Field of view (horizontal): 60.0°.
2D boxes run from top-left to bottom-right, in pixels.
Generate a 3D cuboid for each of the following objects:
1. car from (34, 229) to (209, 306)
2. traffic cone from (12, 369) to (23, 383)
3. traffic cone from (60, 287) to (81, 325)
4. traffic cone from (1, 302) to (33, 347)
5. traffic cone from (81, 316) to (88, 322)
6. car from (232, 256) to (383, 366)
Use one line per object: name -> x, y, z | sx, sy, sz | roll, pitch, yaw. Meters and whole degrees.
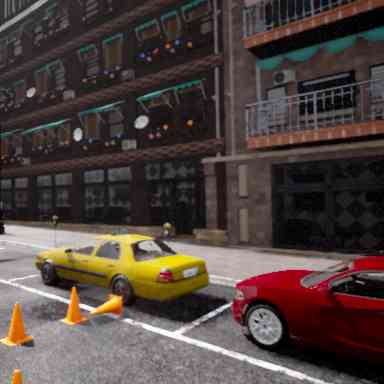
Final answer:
car -> -1.915, 1.573, 7.955 | 4.829, 1.417, 1.752 | 0, -2, 36
traffic cone -> -1.648, 1.974, 3.130 | 0.340, 0.580, 0.340 | 0, 0, 36
traffic cone -> -2.100, 1.990, 5.922 | 0.340, 0.580, 0.340 | 0, 0, 36
traffic cone -> -2.685, 1.985, 5.111 | 0.340, 0.580, 0.340 | 0, 0, 36
traffic cone -> -1.590, 2.109, 5.974 | 0.340, 0.340, 0.580 | 0, 0, 35
car -> 2.708, 1.576, 4.617 | 4.507, 1.381, 1.887 | 0, -2, 36
